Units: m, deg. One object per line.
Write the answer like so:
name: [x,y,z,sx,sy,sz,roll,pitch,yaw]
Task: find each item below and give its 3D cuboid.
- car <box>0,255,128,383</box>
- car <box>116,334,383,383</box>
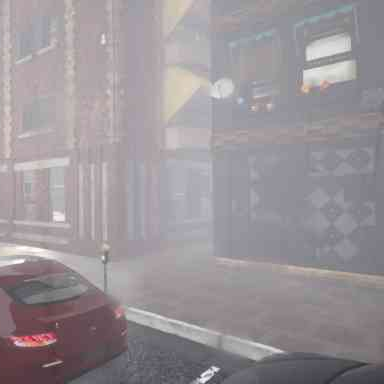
car: [-2.730,1.583,4.783,4.206,1.307,1.802,0,-1,35]
car: [1.881,1.566,1.507,4.313,1.339,1.947,0,-1,35]
